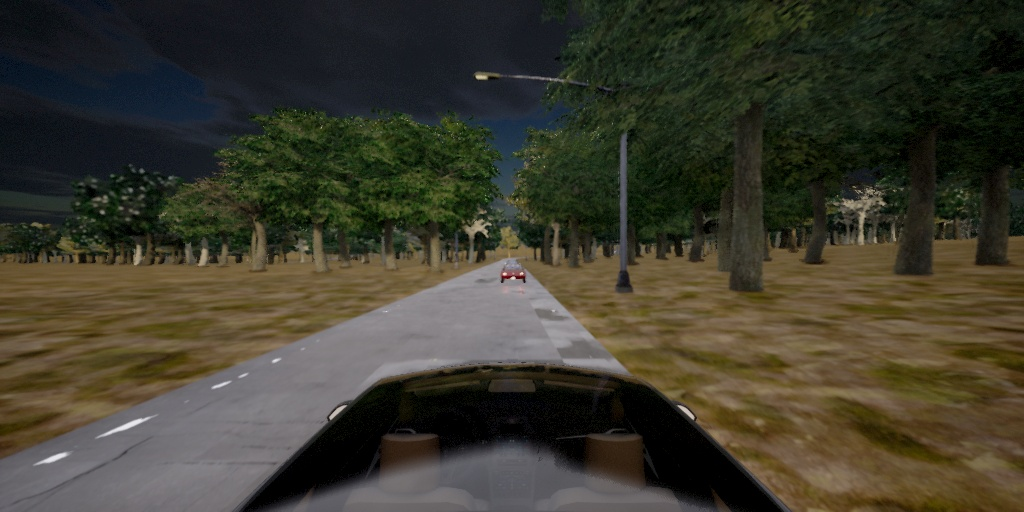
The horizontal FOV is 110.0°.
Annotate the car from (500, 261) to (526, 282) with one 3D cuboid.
[{"bbox_3d":[0.094,1.297,27.746,1.895,1.301,4.718,0,0,0],"label":"car"}]
